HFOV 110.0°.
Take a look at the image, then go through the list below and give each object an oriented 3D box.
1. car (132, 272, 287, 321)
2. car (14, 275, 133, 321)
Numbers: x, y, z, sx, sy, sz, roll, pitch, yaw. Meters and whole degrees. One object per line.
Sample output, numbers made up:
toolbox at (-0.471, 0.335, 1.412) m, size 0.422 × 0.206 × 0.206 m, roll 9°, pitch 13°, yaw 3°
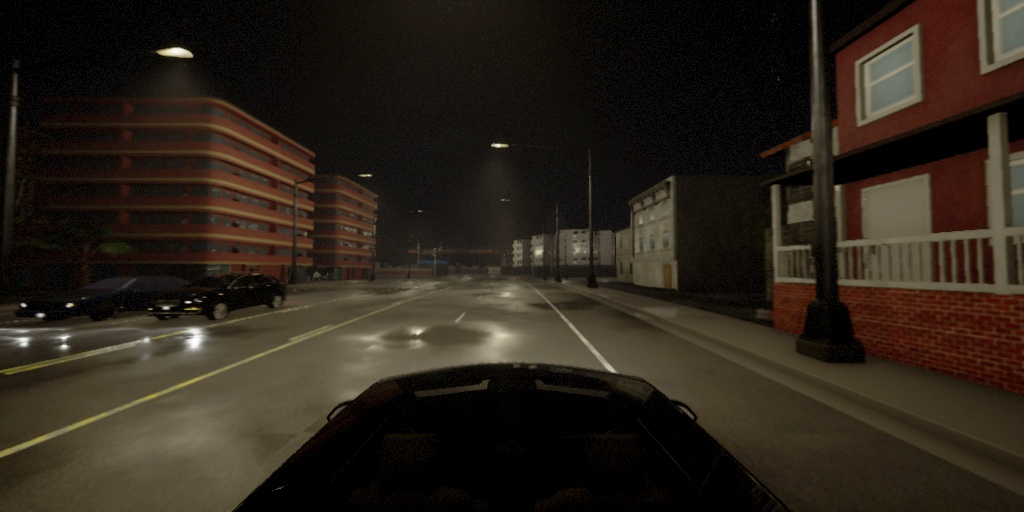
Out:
car at (-10.500, 1.372, 13.312) m, size 1.837 × 1.490 × 4.892 m, roll 0°, pitch -1°, yaw 0°
car at (-14.000, 1.426, 13.310) m, size 2.033 × 1.411 × 5.357 m, roll 0°, pitch -1°, yaw 0°
